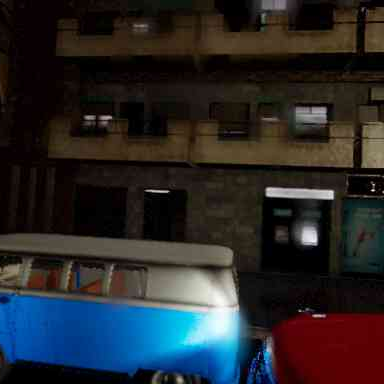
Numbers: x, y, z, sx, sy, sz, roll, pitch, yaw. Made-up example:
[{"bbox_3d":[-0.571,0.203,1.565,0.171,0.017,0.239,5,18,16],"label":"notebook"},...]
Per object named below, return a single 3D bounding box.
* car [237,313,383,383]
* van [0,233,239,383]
[{"bbox_3d":[3.146,1.512,2.145,5.566,2.045,2.150,2,-3,8],"label":"car"},{"bbox_3d":[-1.249,1.535,4.562,3.998,1.788,1.690,2,-3,8],"label":"van"}]
